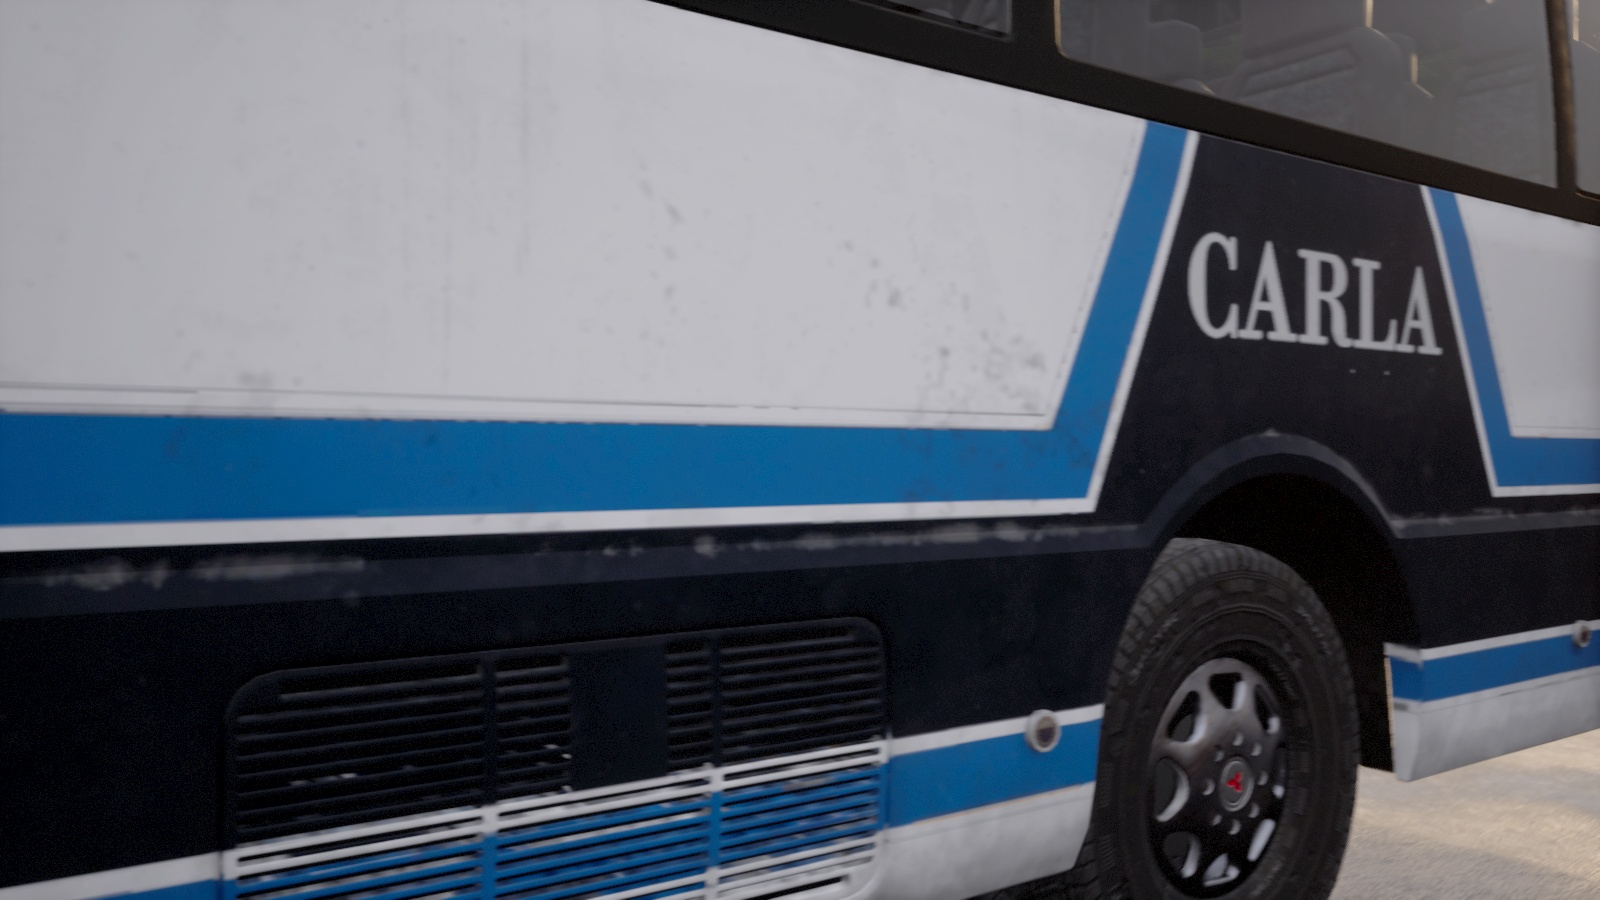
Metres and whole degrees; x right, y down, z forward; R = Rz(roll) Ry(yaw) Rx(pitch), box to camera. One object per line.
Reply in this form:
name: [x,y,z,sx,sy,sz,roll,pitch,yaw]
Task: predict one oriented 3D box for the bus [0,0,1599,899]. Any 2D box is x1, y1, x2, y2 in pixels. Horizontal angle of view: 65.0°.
bus: [-1.970,-0.620,2.902,10.273,4.253,3.944,0,0,-35]
